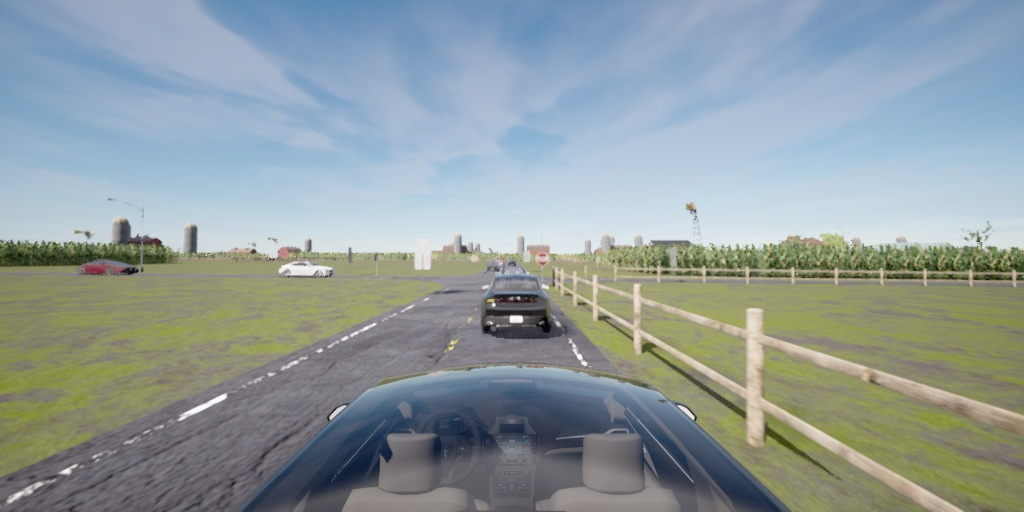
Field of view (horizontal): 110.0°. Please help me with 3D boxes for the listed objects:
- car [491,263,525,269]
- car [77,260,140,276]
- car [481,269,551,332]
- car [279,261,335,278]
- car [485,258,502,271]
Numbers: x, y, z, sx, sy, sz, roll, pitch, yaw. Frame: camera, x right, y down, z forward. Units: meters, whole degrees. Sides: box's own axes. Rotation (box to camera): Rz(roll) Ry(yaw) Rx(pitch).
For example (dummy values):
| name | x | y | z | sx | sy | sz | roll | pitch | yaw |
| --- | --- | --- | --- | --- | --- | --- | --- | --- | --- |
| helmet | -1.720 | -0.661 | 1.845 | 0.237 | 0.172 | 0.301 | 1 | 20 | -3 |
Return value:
| name | x | y | z | sx | sy | sz | roll | pitch | yaw |
| --- | --- | --- | --- | --- | --- | --- | --- | --- | --- |
| car | 0.034 | 1.348 | 21.028 | 2.128 | 1.511 | 4.902 | 0 | 0 | -2 |
| car | -37.118 | 1.077 | 33.027 | 4.181 | 1.385 | 1.994 | 1 | -1 | 0 |
| car | 0.110 | 1.305 | 10.978 | 1.837 | 1.490 | 4.892 | 0 | -1 | 0 |
| car | -18.798 | 1.228 | 32.935 | 4.674 | 1.442 | 1.812 | 1 | -1 | 0 |
| car | -2.792 | 1.509 | 52.947 | 1.837 | 1.490 | 4.892 | 0 | 0 | 0 |
